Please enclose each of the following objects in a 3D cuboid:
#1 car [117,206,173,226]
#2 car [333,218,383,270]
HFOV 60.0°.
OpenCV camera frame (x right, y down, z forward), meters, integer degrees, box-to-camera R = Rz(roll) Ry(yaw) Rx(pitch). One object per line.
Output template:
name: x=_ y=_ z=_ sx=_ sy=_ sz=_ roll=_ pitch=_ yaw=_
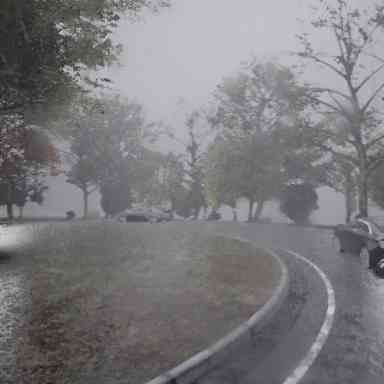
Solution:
car: x=-3.928 y=1.922 z=27.392 sx=4.902 sy=1.511 sz=2.128 roll=-1 pitch=-1 yaw=24
car: x=6.324 y=1.616 z=11.357 sx=2.128 sy=1.511 sz=4.902 roll=0 pitch=-1 yaw=8
